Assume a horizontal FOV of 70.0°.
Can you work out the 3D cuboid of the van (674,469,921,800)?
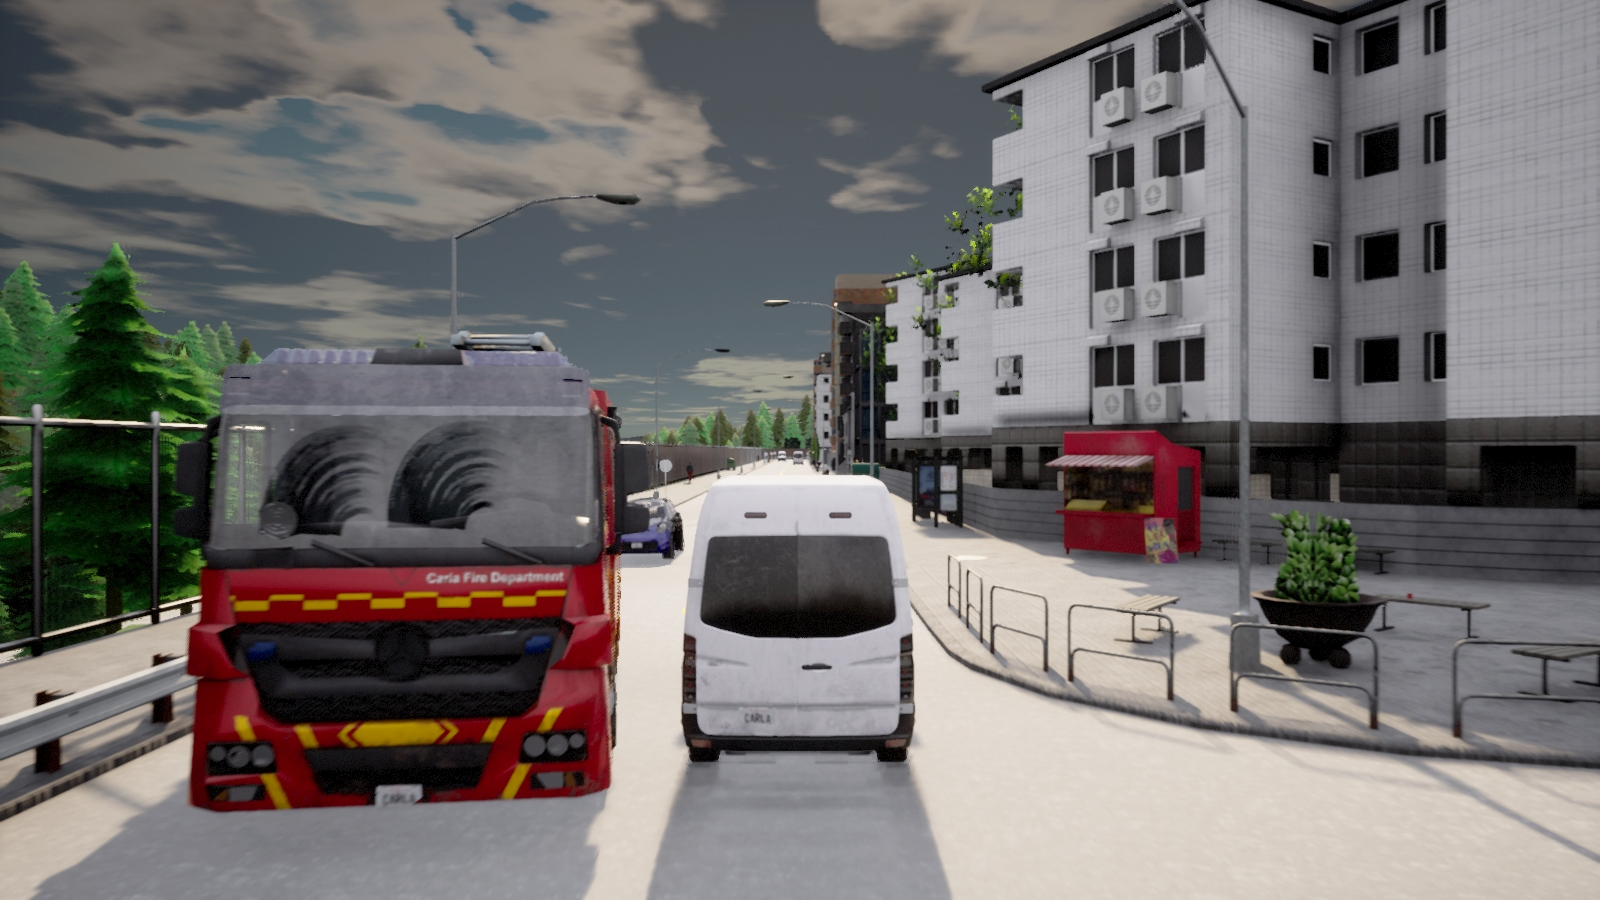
[{"bbox_3d":[-0.025,1.535,12.134,1.988,2.561,5.915,0,0,0],"label":"van"}]

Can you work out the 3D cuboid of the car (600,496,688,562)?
[{"bbox_3d":[-4.050,2.040,30.197,1.845,1.501,3.633,0,0,0],"label":"car"}]

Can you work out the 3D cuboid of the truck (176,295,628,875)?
[{"bbox_3d":[-3.289,0.892,11.934,2.891,3.827,8.468,0,0,-8],"label":"truck"}]
